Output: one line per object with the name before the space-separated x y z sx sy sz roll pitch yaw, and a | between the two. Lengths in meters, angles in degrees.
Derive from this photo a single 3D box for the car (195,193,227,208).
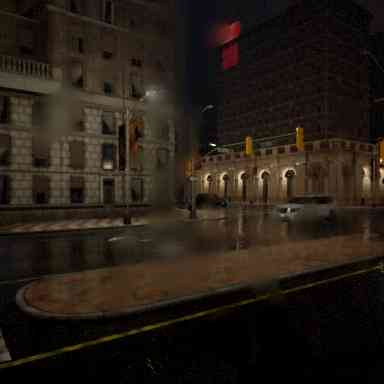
car | 2.675 1.222 48.130 2.150 2.045 5.566 0 0 -35

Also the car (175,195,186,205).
car | -2.970 1.352 56.114 2.097 1.767 4.553 0 0 -35

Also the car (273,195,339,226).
car | 8.315 1.221 23.944 5.566 2.045 2.150 0 0 -35
